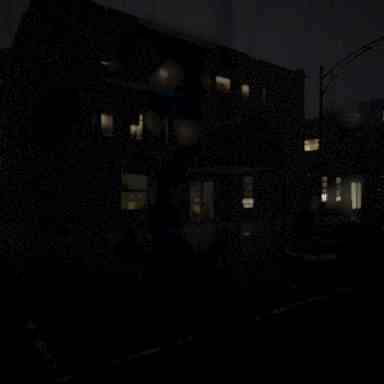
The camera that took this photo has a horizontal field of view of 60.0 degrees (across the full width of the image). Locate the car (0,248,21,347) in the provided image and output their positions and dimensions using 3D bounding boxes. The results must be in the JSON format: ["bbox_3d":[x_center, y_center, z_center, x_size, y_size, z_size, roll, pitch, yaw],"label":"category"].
[{"bbox_3d":[-4.496,1.318,3.339,5.009,1.841,2.192,0,1,-36],"label":"car"}]

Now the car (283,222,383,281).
[{"bbox_3d":[4.506,1.567,9.776,4.206,1.307,1.802,0,1,-36],"label":"car"}]
